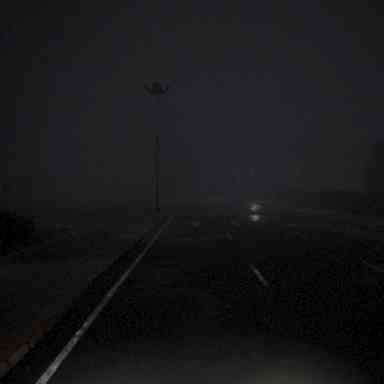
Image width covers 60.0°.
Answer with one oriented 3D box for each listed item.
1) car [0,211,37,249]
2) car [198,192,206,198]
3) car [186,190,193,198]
[{"bbox_3d":[-7.966,1.480,13.209,1.994,1.385,4.181,0,0,0],"label":"car"},{"bbox_3d":[2.842,0.806,91.021,2.128,1.511,4.902,0,0,-1],"label":"car"},{"bbox_3d":[-0.658,0.821,91.017,1.812,1.442,4.674,0,0,-1],"label":"car"}]
